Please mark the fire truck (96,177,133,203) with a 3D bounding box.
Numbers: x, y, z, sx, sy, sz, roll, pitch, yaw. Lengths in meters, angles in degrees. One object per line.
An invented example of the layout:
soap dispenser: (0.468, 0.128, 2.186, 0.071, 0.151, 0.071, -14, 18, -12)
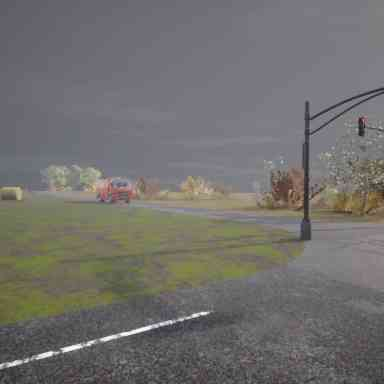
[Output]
fire truck: (-11.796, -0.355, 50.011, 2.891, 3.827, 8.468, 1, 0, -32)
